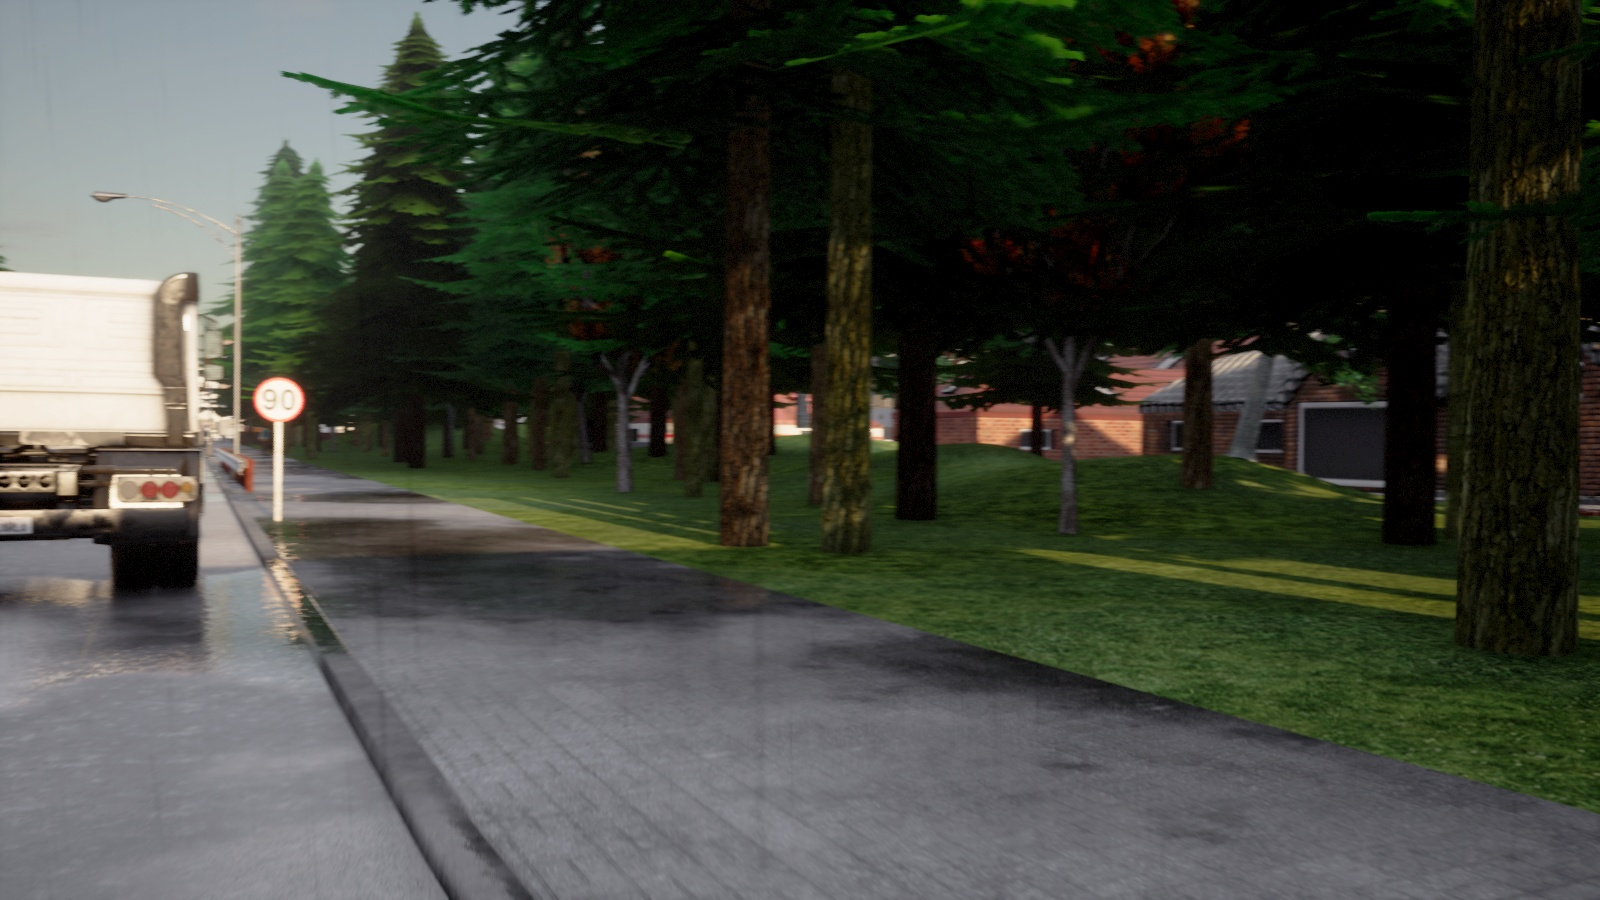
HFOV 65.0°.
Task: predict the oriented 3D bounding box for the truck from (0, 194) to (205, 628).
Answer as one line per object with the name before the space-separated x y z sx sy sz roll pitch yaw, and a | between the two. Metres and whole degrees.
truck | -8.108 -0.330 13.598 2.891 3.462 7.936 -1 1 -26

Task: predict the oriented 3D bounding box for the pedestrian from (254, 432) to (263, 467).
pedestrian | -29.957 -0.033 69.463 0.396 1.930 0.692 -1 1 -27
